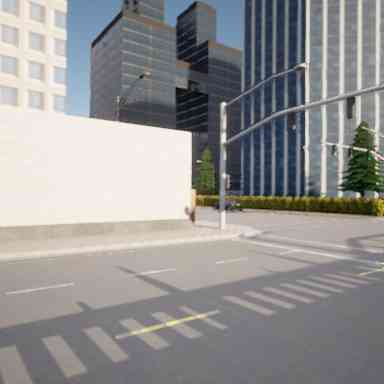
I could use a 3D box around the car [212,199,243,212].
[{"bbox_3d":[4.670,1.688,44.196,2.097,1.767,4.553,1,0,-36],"label":"car"}]
